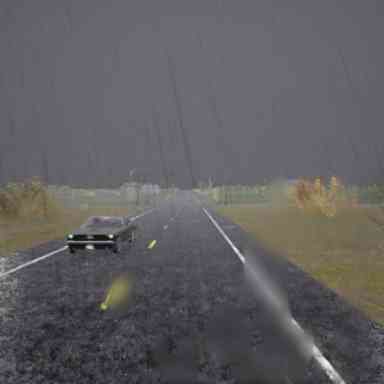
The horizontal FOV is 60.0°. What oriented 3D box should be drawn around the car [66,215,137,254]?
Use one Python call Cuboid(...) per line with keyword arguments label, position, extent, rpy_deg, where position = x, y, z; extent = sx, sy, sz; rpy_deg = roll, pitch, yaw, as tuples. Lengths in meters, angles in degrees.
Cuboid(label="car", position=(-3.600, 1.666, 13.978), extent=(1.895, 1.301, 4.718), rpy_deg=(0, 0, 0))
